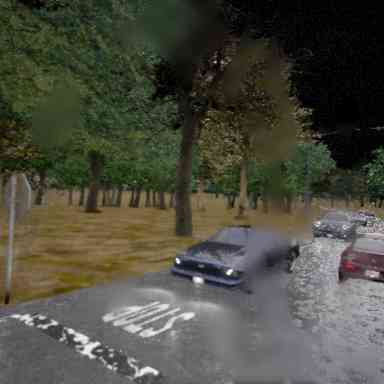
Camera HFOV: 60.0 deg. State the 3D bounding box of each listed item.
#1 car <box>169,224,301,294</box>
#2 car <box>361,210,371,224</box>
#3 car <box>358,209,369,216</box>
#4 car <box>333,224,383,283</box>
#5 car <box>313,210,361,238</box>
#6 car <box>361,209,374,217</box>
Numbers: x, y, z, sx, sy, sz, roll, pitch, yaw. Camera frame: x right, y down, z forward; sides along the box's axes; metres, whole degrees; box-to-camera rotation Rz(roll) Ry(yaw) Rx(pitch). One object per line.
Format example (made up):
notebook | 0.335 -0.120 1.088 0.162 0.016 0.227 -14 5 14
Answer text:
car | 1.635 1.682 9.603 2.033 1.411 5.357 4 0 34
car | 19.428 3.218 38.799 2.033 1.411 5.357 4 0 28
car | 43.079 5.108 83.673 1.994 1.385 4.181 4 0 20
car | 5.794 1.980 10.254 1.812 1.442 4.674 4 0 33
car | 9.373 2.119 21.632 2.097 1.767 4.553 4 0 31
car | 39.486 4.789 74.408 1.994 1.385 4.181 4 0 21
